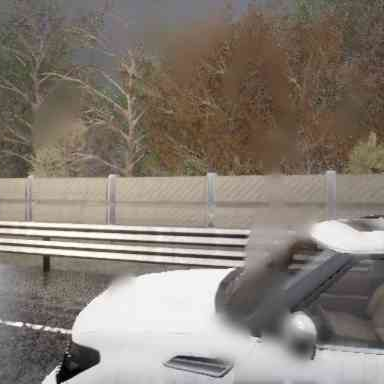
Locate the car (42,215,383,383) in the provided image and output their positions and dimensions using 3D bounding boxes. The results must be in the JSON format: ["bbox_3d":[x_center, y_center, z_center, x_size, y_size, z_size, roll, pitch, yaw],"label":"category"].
[{"bbox_3d":[1.647,1.223,2.639,5.566,2.045,2.150,0,0,15],"label":"car"}]
